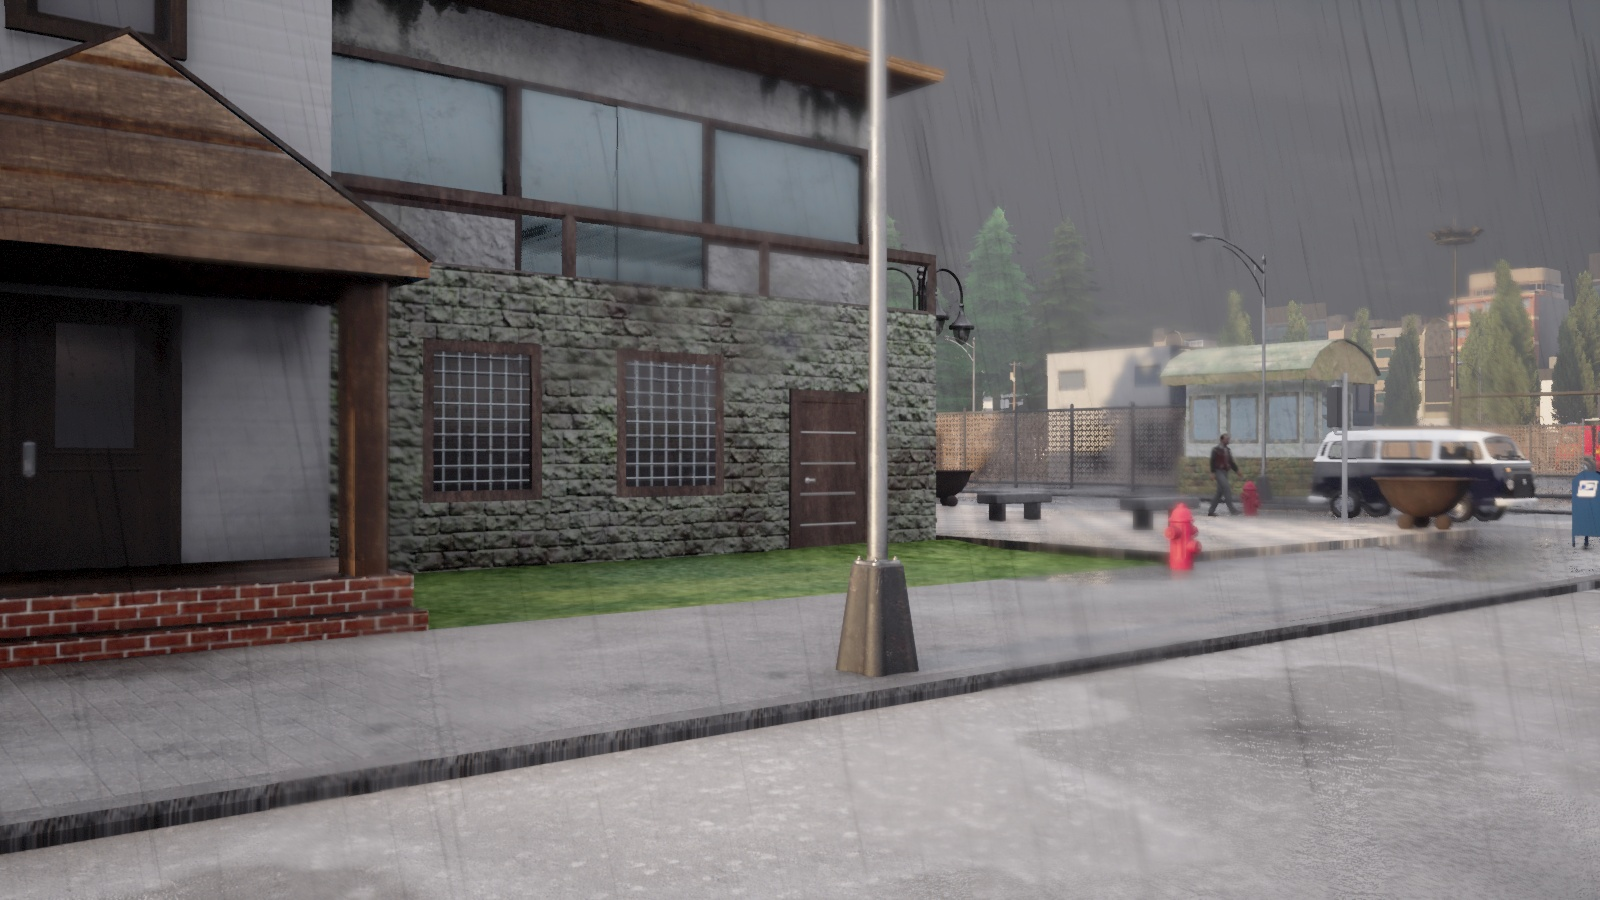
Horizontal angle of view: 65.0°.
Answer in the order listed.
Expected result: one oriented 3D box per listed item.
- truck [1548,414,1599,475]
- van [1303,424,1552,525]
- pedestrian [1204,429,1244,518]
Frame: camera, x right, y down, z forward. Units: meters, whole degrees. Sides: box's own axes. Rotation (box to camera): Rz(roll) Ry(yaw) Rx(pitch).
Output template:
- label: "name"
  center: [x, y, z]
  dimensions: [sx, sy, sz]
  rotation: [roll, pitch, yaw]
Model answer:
- label: "truck"
  center: [52.102, -0.338, 78.686]
  dimensions: [2.891, 3.827, 8.468]
  rotation: [0, 0, -39]
- label: "van"
  center: [13.801, 0.507, 27.843]
  dimensions: [2.069, 2.038, 4.480]
  rotation: [0, 0, -38]
- label: "pedestrian"
  center: [8.954, 0.490, 26.529]
  dimensions: [0.376, 1.854, 0.720]
  rotation: [0, 0, -35]
